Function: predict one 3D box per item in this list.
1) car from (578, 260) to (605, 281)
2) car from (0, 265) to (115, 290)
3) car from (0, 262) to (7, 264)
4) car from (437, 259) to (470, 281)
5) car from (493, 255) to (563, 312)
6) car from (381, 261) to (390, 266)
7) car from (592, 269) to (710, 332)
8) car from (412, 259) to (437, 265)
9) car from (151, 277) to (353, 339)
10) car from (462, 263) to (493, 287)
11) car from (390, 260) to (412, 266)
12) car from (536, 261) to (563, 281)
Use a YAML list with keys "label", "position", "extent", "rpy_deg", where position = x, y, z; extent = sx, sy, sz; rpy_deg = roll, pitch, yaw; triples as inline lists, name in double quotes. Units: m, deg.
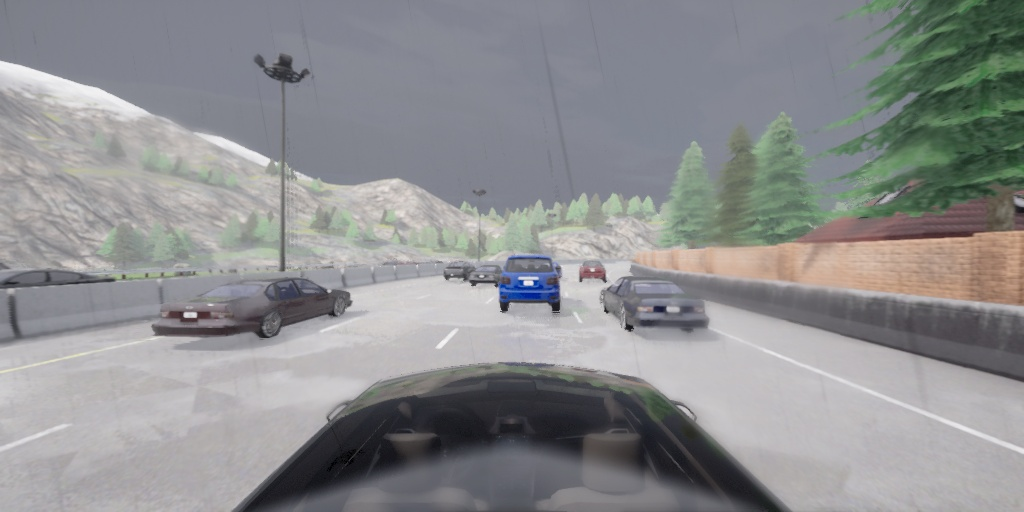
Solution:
- label: "car"
  position: [6.593, 1.127, 29.627]
  extent: [2.097, 1.767, 4.553]
  rpy_deg: [0, 0, 11]
- label: "car"
  position: [-17.104, 1.187, 12.416]
  extent: [1.882, 1.535, 5.008]
  rpy_deg: [0, 0, 5]
- label: "car"
  position: [-27.223, 1.036, 17.149]
  extent: [2.097, 1.767, 4.553]
  rpy_deg: [0, 0, 6]
- label: "car"
  position: [-4.091, 1.239, 29.670]
  extent: [2.128, 1.511, 4.902]
  rpy_deg: [0, 0, 11]
- label: "car"
  position: [0.782, 0.977, 14.386]
  extent: [2.150, 2.045, 5.566]
  rpy_deg: [0, 0, 5]
- label: "car"
  position: [-18.841, 1.280, 56.765]
  extent: [1.994, 1.385, 4.181]
  rpy_deg: [0, 0, 19]
- label: "car"
  position: [3.989, 1.310, 10.972]
  extent: [2.033, 1.411, 5.357]
  rpy_deg: [0, 0, 4]
- label: "car"
  position: [-12.360, 1.225, 54.083]
  extent: [2.128, 1.511, 4.902]
  rpy_deg: [0, 0, 19]
- label: "car"
  position: [-6.582, 1.283, 10.016]
  extent: [2.033, 1.411, 5.357]
  rpy_deg: [0, 0, 4]
- label: "car"
  position: [-1.479, 1.300, 24.542]
  extent: [2.033, 1.411, 5.357]
  rpy_deg: [0, 0, 9]
- label: "car"
  position: [-15.883, 1.325, 54.636]
  extent: [1.895, 1.301, 4.718]
  rpy_deg: [0, 0, 19]
- label: "car"
  position: [3.374, 1.245, 31.353]
  extent: [1.882, 1.535, 5.008]
  rpy_deg: [0, 0, 12]
